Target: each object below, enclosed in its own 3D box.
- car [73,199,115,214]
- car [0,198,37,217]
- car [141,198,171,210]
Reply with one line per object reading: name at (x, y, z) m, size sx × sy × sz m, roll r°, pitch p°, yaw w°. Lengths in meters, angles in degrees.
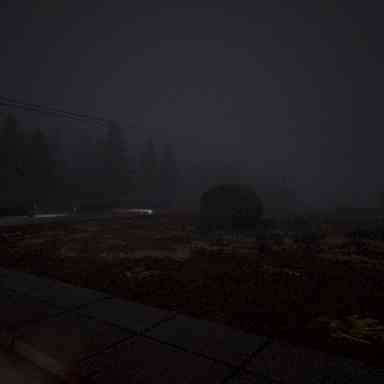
car at (-10.618, 1.518, 36.292) m, size 2.128 × 1.511 × 4.902 m, roll 0°, pitch 0°, yaw 37°
car at (-16.065, 1.379, 28.947) m, size 2.097 × 1.767 × 4.553 m, roll 0°, pitch 0°, yaw 37°
car at (-4.660, 1.552, 44.314) m, size 1.812 × 1.442 × 4.674 m, roll 0°, pitch 0°, yaw 37°
